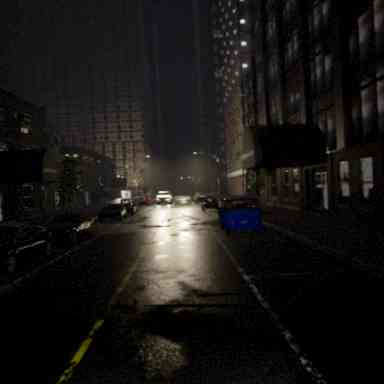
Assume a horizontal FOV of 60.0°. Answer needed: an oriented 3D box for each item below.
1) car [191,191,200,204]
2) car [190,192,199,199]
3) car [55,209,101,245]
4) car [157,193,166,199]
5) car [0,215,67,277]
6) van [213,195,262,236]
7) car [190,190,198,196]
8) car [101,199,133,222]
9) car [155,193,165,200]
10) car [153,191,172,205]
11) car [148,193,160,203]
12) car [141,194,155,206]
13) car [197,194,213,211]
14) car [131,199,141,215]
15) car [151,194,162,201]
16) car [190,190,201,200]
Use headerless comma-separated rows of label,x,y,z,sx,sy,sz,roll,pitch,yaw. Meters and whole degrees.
car,1.356,0.993,49.622,2.008,1.369,4.403,-3,1,-2
car,0.608,0.760,77.232,1.887,1.381,4.507,-3,1,-2
car,-6.115,1.682,16.264,1.887,1.381,4.507,-3,1,-2
car,-8.115,1.111,88.047,1.947,1.339,4.313,-3,1,-2
car,-5.965,1.735,10.742,2.008,1.369,4.403,-3,1,-2
van,2.240,1.062,16.488,1.690,1.788,3.998,-3,1,-2
car,1.051,0.874,60.835,1.752,1.417,4.829,-3,1,-2
car,-6.412,1.609,27.307,1.947,1.339,4.313,-3,1,-2
car,-7.914,1.027,82.526,1.967,1.590,4.097,-3,1,-2
car,-4.439,0.917,53.213,2.150,2.045,5.566,-3,0,-2
car,-7.465,1.162,65.960,1.967,1.590,4.097,-3,1,-2
car,-7.009,1.440,49.396,1.802,1.307,4.206,-3,1,-2
car,1.798,1.105,33.225,1.752,1.417,4.829,-3,1,-2
car,-6.568,1.437,32.828,1.967,1.590,4.097,-3,1,-2
car,-7.607,1.258,71.484,1.802,1.307,4.206,-3,1,-2
car,0.745,0.576,71.708,2.192,1.841,5.009,-3,1,-2
